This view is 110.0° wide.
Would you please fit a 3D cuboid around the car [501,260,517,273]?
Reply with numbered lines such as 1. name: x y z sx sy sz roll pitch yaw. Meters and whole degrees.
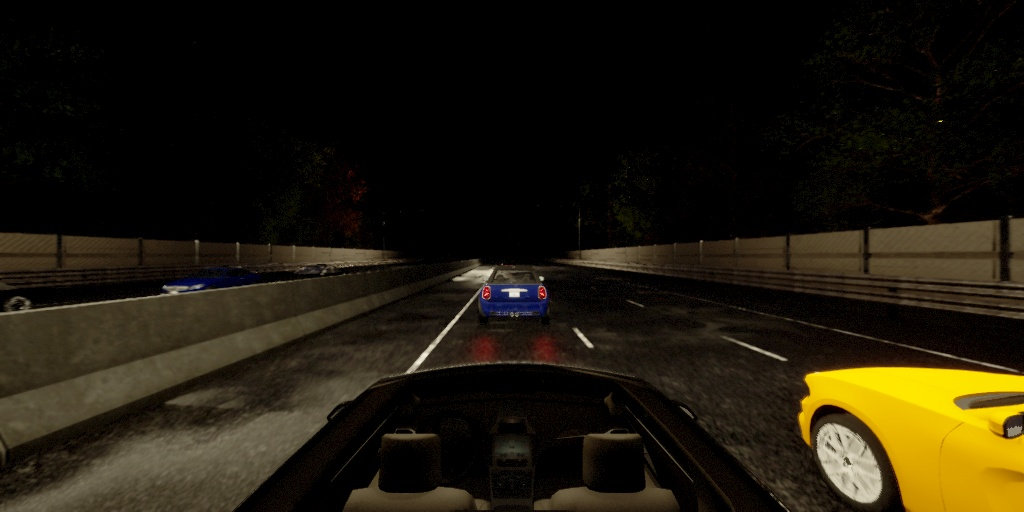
1. car: -0.433 1.270 44.234 1.837 1.490 4.892 0 0 -1

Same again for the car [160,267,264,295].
1. car: -14.184 1.282 17.376 1.812 1.442 4.674 0 0 -1

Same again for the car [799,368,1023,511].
1. car: 3.593 1.227 1.255 1.882 1.535 5.008 0 0 0

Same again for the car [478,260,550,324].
1. car: 0.054 1.106 12.193 2.097 1.767 4.553 0 0 0

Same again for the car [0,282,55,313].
1. car: -17.633 1.357 10.794 1.895 1.301 4.718 0 0 0

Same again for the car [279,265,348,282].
1. car: -10.706 1.248 19.666 2.128 1.511 4.902 0 0 -1

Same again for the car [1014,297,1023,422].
1. car: 7.092 1.253 1.967 1.837 1.490 4.892 0 0 0
